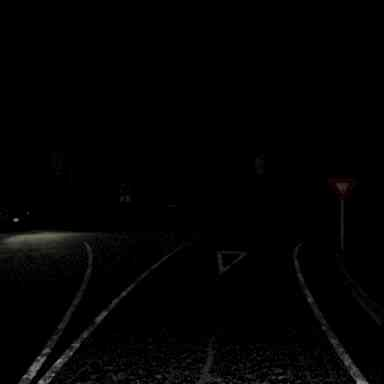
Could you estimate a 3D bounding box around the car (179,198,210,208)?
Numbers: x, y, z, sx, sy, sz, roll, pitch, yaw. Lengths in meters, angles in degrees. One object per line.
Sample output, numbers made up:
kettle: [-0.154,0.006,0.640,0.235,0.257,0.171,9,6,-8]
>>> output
car: [0.426,1.592,49.887,4.674,1.442,1.812,1,0,14]

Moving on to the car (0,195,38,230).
car: [-11.912,1.182,19.743,5.566,2.045,2.150,0,0,33]

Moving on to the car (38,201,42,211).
car: [-19.257,1.548,37.868,2.128,1.511,4.902,0,0,15]
